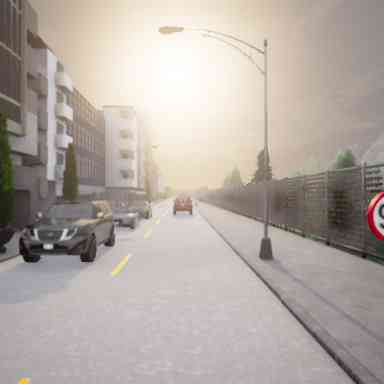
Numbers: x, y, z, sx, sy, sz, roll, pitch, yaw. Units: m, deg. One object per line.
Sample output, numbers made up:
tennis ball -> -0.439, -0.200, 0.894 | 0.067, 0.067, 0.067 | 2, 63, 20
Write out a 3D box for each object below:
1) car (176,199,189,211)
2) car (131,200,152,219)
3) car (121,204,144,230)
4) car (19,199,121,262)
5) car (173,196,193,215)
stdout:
car -> -1.384, 1.865, 48.560 | 1.882, 1.535, 5.008 | 0, 0, -1
car -> -4.968, 1.604, 31.394 | 2.097, 1.767, 4.553 | 0, 0, -1
car -> -4.684, 1.744, 22.398 | 1.994, 1.385, 4.181 | 0, 0, -1
car -> -4.447, 1.327, 12.854 | 2.150, 2.045, 5.566 | 0, -1, -2
car -> -1.041, 1.527, 38.271 | 2.150, 2.045, 5.566 | 0, 0, -2
